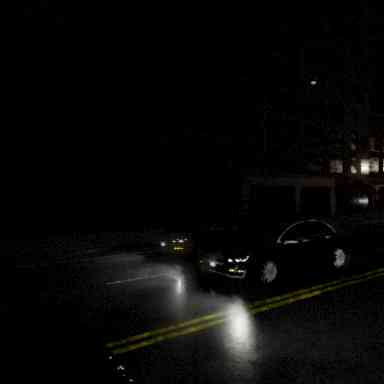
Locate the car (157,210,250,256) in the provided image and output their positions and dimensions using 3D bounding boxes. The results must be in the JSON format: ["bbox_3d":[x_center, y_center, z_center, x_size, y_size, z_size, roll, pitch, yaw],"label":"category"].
[{"bbox_3d":[1.053,1.461,12.291,4.892,1.490,1.837,0,0,-34],"label":"car"}]

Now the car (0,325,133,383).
[{"bbox_3d":[-2.612,1.497,1.546,4.902,1.511,2.128,0,0,-36],"label":"car"}]

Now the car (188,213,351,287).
[{"bbox_3d":[2.494,1.465,9.338,4.892,1.490,1.837,0,0,-34],"label":"car"}]
